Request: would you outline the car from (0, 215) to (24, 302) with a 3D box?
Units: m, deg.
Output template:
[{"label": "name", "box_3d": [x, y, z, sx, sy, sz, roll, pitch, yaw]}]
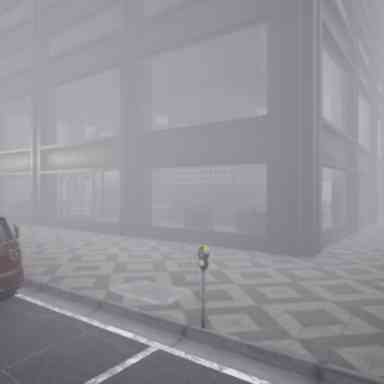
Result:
[{"label": "car", "box_3d": [-5.462, 1.280, 6.862, 5.009, 1.841, 2.192, 0, 0, 36]}]
